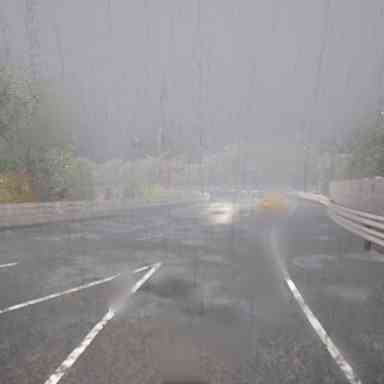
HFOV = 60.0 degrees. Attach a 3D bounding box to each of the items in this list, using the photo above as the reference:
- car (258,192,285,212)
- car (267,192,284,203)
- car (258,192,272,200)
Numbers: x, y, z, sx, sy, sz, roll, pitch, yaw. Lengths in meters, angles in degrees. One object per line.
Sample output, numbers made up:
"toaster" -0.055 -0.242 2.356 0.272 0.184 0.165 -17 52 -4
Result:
"car" 8.055 1.064 32.831 1.882 1.535 5.008 1 1 20
"car" 13.290 0.824 53.256 2.128 1.511 4.902 0 1 9
"car" 14.579 0.700 66.659 1.812 1.442 4.674 0 1 1
